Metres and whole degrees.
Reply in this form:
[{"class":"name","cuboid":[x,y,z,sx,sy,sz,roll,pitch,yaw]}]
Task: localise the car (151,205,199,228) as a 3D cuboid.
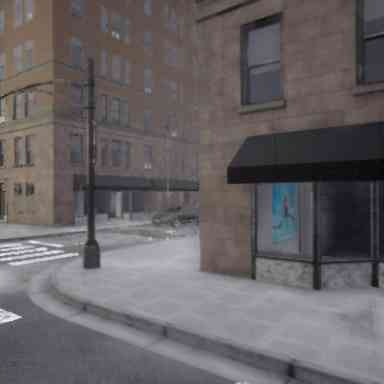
[{"class":"car","cuboid":[-0.880,1.703,23.914,1.837,1.490,4.892,0,0,35]}]
